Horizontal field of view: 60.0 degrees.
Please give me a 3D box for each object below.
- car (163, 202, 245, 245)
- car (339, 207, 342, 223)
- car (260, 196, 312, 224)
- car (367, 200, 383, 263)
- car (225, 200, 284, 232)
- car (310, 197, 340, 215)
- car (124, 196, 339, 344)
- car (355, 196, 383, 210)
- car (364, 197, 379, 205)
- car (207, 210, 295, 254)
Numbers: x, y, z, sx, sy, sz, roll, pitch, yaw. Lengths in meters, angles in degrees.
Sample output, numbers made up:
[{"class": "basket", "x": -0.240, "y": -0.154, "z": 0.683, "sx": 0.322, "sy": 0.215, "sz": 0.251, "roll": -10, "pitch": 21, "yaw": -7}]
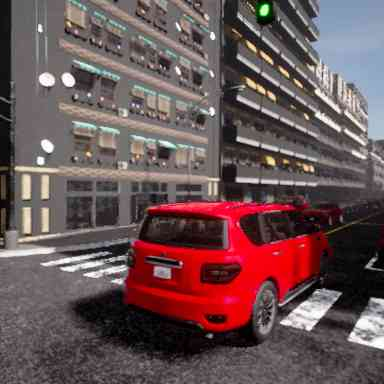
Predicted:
[{"class": "car", "x": 0.708, "y": 1.365, "z": 15.948, "sx": 1.967, "sy": 1.590, "sz": 4.097, "roll": 1, "pitch": 0, "yaw": 36}, {"class": "car", "x": 9.067, "y": 1.435, "z": 23.170, "sx": 1.882, "sy": 1.535, "sz": 5.008, "roll": 1, "pitch": 0, "yaw": 36}, {"class": "car", "x": 7.164, "y": 1.247, "z": 24.963, "sx": 2.192, "sy": 1.841, "sz": 5.009, "roll": 1, "pitch": 0, "yaw": 36}, {"class": "car", "x": 7.521, "y": 1.321, "z": 11.067, "sx": 2.192, "sy": 1.841, "sz": 5.009, "roll": 1, "pitch": 0, "yaw": 36}, {"class": "car", "x": 3.936, "y": 1.369, "z": 20.456, "sx": 1.967, "sy": 1.590, "sz": 4.097, "roll": 1, "pitch": 0, "yaw": 36}, {"class": "car", "x": 13.618, "y": 1.382, "z": 33.978, "sx": 1.967, "sy": 1.590, "sz": 4.097, "roll": 1, "pitch": 0, "yaw": 36}, {"class": "car", "x": 1.145, "y": 1.212, "z": 6.778, "sx": 2.150, "sy": 2.045, "sz": 5.566, "roll": 1, "pitch": 0, "yaw": 36}, {"class": "car", "x": 21.886, "y": 1.548, "z": 40.954, "sx": 1.994, "sy": 1.385, "sz": 4.181, "roll": 1, "pitch": 0, "yaw": 36}, {"class": "car", "x": 32.982, "y": 1.552, "z": 61.023, "sx": 1.887, "sy": 1.381, "sz": 4.507, "roll": 0, "pitch": 0, "yaw": 36}, {"class": "car", "x": 2.737, "y": 1.551, "z": 14.340, "sx": 1.895, "sy": 1.301, "sz": 4.718, "roll": 1, "pitch": 0, "yaw": 36}]
